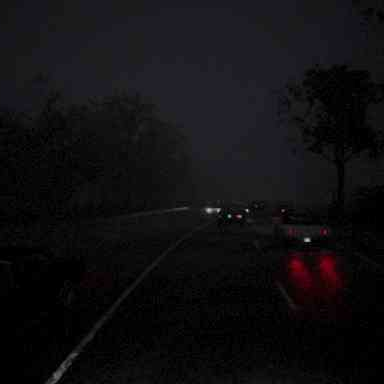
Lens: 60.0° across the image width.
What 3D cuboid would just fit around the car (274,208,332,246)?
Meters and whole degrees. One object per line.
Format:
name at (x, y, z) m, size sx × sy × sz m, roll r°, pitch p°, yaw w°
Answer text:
car at (4.946, 1.637, 15.525) m, size 1.895 × 1.301 × 4.718 m, roll 0°, pitch 0°, yaw 8°

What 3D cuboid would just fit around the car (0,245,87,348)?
car at (-3.347, 1.598, 5.045) m, size 1.895 × 1.301 × 4.718 m, roll 0°, pitch 0°, yaw 4°

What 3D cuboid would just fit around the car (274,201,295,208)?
car at (9.456, 1.603, 34.081) m, size 1.812 × 1.442 × 4.674 m, roll 0°, pitch 0°, yaw 18°

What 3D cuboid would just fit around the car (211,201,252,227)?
car at (2.906, 1.585, 23.503) m, size 2.033 × 1.411 × 5.357 m, roll 0°, pitch 0°, yaw 12°

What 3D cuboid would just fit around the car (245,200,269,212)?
car at (8.238, 1.641, 40.840) m, size 1.994 × 1.385 × 4.181 m, roll 0°, pitch 0°, yaw 21°

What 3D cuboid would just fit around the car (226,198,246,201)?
car at (6.754, 1.599, 46.951) m, size 1.812 × 1.442 × 4.674 m, roll 0°, pitch 0°, yaw 24°

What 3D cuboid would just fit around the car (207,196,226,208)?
car at (3.802, 1.410, 48.869) m, size 2.097 × 1.767 × 4.553 m, roll 0°, pitch 0°, yaw 24°
